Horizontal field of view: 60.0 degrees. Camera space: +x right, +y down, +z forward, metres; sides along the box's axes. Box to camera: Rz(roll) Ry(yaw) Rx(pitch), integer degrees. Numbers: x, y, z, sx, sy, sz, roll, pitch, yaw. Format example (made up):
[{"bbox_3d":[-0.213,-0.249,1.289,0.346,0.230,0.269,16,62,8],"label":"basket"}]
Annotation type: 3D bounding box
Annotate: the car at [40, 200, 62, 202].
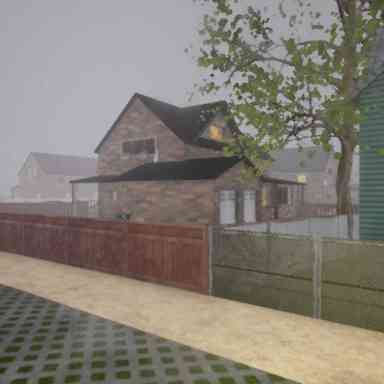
[{"bbox_3d":[-15.066,1.599,34.626,1.837,1.490,4.892,0,0,35],"label":"car"}]
